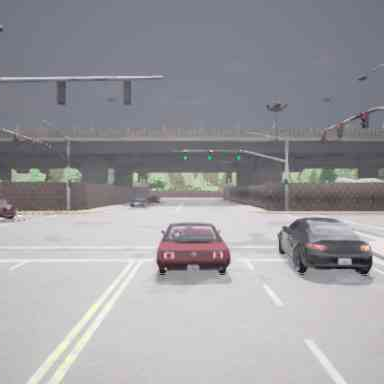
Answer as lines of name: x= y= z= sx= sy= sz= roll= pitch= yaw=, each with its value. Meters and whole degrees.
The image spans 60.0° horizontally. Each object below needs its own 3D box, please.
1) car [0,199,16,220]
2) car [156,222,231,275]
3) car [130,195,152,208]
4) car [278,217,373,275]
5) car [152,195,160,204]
car: x=-15.720 y=1.243 z=24.789 sx=4.553 sy=1.767 sz=2.097 roll=0 pitch=0 yaw=3
car: x=-0.042 y=1.578 z=10.408 sx=1.895 sy=1.301 sz=4.718 roll=0 pitch=0 yaw=-2
car: x=-7.092 y=1.393 z=45.042 sx=2.128 sy=1.511 sz=4.902 roll=0 pitch=0 yaw=0
car: x=3.884 y=1.502 z=10.308 sx=1.812 sy=1.442 sz=4.674 roll=0 pitch=0 yaw=5
car: x=-7.042 y=1.343 z=61.458 sx=1.882 sy=1.535 sz=5.008 roll=0 pitch=0 yaw=1
